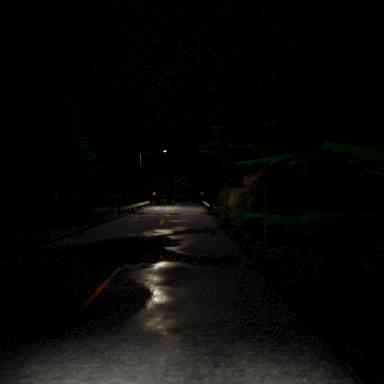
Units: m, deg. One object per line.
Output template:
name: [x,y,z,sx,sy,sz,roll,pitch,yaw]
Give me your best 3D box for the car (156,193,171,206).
car: [-4.500,1.238,53.652,2.150,2.045,5.566,0,0,-1]
